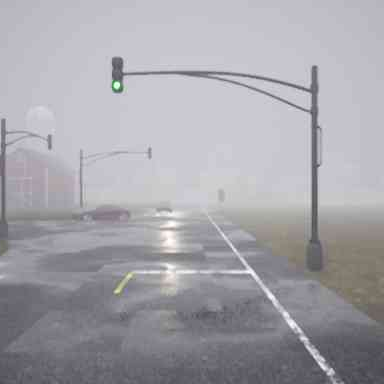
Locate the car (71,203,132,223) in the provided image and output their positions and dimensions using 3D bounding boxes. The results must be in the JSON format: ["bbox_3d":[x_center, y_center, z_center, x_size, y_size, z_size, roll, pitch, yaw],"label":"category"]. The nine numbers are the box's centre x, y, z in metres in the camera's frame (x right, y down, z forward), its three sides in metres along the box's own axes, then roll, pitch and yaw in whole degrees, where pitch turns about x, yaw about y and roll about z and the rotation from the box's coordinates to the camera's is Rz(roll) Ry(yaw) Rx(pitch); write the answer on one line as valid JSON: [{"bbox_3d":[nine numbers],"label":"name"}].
[{"bbox_3d":[-7.426,1.699,27.558,5.008,1.535,1.882,2,0,-41],"label":"car"}]

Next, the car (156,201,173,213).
[{"bbox_3d":[-3.477,1.877,42.818,1.882,1.535,5.008,0,0,0],"label":"car"}]
